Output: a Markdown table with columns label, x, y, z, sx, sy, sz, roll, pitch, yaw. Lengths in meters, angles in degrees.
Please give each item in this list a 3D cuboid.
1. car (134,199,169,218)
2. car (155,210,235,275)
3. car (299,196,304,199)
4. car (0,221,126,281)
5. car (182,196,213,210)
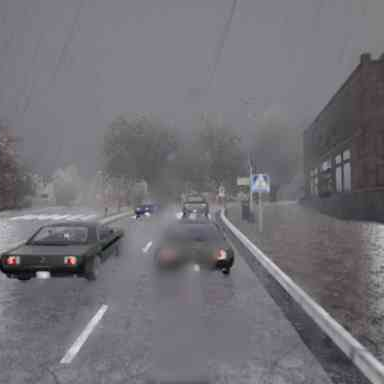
| label | x | y | z | sx | sy | sz | roll | pitch | yaw |
| --- | --- | --- | --- | --- | --- | --- | --- | --- | --- |
| car | -2.900 | 1.175 | 25.072 | 1.895 | 1.301 | 4.718 | 0 | 1 | 4 |
| car | 0.060 | 1.450 | 9.921 | 1.895 | 1.301 | 4.718 | 0 | 1 | 0 |
| car | 27.404 | 1.388 | 79.030 | 1.837 | 1.490 | 4.892 | 1 | -3 | -20 |
| car | -3.190 | 1.465 | 9.373 | 1.895 | 1.301 | 4.718 | 0 | 1 | 0 |
| car | 0.381 | 1.038 | 25.199 | 2.128 | 1.511 | 4.902 | 0 | 1 | 5 |
